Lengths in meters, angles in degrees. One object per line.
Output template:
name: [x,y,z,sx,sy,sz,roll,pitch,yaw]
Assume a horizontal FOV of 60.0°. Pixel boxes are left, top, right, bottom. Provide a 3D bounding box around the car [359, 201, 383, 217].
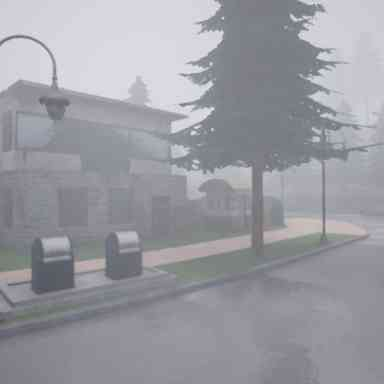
car: [15.355,1.336,25.919,1.994,1.385,4.181,0,0,-36]
